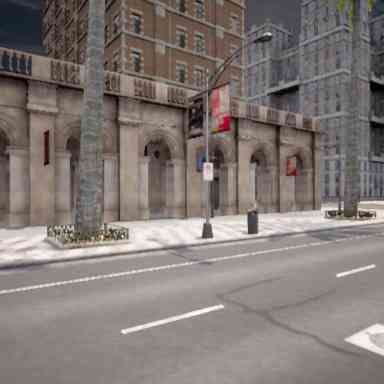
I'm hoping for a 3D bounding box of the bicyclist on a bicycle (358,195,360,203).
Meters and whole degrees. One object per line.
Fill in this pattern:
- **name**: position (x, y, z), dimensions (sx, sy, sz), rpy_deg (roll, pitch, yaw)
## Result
- **bicyclist on a bicycle**: position (31.055, 1.274, 62.244), dimensions (1.656, 1.620, 0.582), rpy_deg (0, 0, -36)
